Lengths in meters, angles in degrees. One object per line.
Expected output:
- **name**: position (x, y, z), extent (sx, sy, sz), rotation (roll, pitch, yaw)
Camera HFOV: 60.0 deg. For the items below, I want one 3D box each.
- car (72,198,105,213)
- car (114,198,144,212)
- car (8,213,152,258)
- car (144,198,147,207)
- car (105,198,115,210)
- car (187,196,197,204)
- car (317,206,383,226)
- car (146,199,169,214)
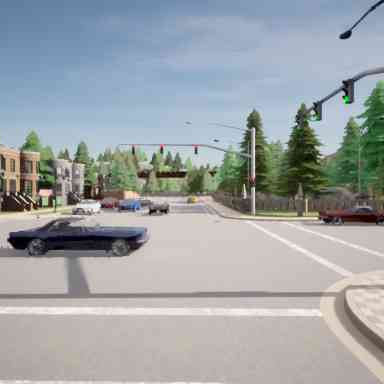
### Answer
- **car**: position (-10.655, 1.521, 33.968), extent (1.812, 1.442, 4.674), rotation (0, 0, 0)
- **car**: position (-7.161, 1.472, 38.307), extent (1.882, 1.535, 5.008), rotation (0, 0, 0)
- **car**: position (-3.964, 1.599, 12.261), extent (4.718, 1.301, 1.895), rotation (0, 0, 2)
- **car**: position (-7.150, 1.557, 48.295), extent (1.994, 1.385, 4.181), rotation (0, 0, 0)
- **car**: position (-10.662, 1.472, 43.021), extent (1.882, 1.535, 5.008), rotation (0, 0, 0)
- **car**: position (-0.012, 1.469, 64.859), extent (1.882, 1.535, 5.008), rotation (0, 0, 0)
- **car**: position (11.149, 1.598, 22.840), extent (4.718, 1.301, 1.895), rotation (0, 0, 2)
- **car**: position (-3.367, 1.596, 34.733), extent (1.895, 1.301, 4.718), rotation (0, 0, -1)
